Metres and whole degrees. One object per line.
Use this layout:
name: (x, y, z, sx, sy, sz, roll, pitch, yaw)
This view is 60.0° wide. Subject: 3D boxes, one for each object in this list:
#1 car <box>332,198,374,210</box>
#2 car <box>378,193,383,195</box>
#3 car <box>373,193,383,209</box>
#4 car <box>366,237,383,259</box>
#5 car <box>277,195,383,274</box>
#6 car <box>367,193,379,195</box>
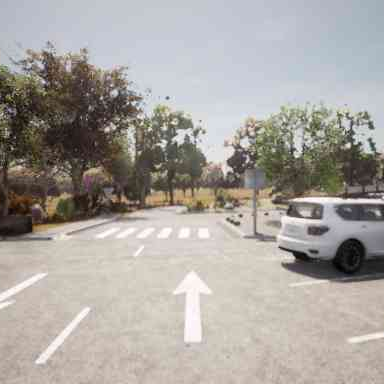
car: (21.001, 1.488, 43.566, 2.163, 1.488, 4.792, 0, -1, -21)
car: (18.384, 1.218, 26.508, 2.435, 2.045, 5.566, 0, 1, -21)
car: (27.084, 1.209, 43.678, 2.435, 2.045, 5.566, 1, -1, -22)
car: (5.205, 1.476, 4.437, 5.366, 1.575, 1.946, 1, 0, -20)
car: (5.400, 1.224, 10.530, 5.566, 2.045, 2.435, 1, 0, -20)
car: (24.024, 1.208, 43.644, 2.435, 2.045, 5.566, 0, -1, -21)
